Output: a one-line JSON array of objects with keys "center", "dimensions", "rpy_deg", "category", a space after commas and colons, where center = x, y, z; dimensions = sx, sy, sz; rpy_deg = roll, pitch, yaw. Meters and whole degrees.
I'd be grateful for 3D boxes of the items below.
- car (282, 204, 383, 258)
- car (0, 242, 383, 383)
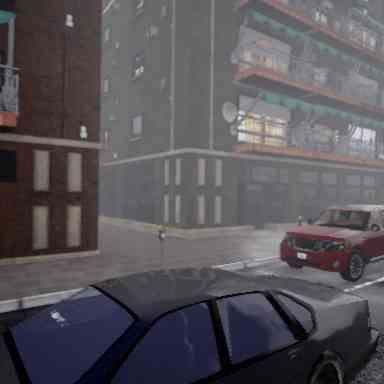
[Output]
[{"center": [4.884, 1.331, 10.026], "dimensions": [5.009, 1.841, 2.192], "rpy_deg": [0, 1, -35], "category": "car"}, {"center": [-0.299, 1.550, 3.167], "dimensions": [5.357, 1.411, 2.033], "rpy_deg": [0, 0, -36], "category": "car"}]
